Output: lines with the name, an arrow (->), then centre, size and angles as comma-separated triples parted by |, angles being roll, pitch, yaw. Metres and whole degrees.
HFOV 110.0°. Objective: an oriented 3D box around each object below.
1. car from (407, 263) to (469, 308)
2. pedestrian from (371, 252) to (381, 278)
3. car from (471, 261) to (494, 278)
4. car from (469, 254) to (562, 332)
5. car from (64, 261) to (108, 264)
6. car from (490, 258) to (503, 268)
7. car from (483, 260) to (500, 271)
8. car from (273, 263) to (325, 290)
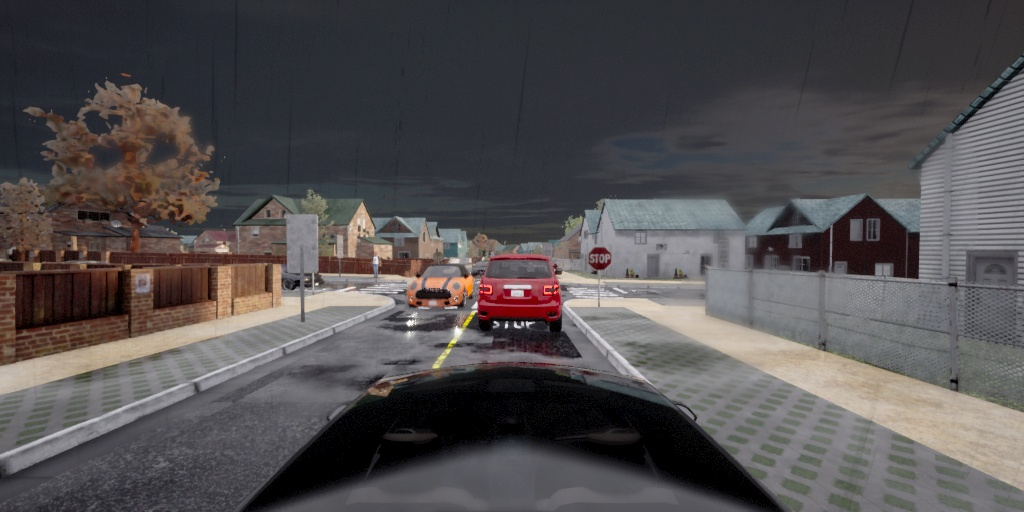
car -> -2.808, 1.107, 15.011 | 2.097, 1.767, 4.553 | 0, 0, 0
pedestrian -> -9.619, 0.612, 25.370 | 0.375, 1.860, 0.375 | 0, 0, 1
car -> -2.766, 1.246, 34.809 | 1.837, 1.490, 4.892 | 0, 0, 0
car -> 0.369, 0.969, 11.060 | 2.150, 2.045, 5.566 | 0, 0, 5
car -> -23.209, 0.930, 19.773 | 4.718, 1.301, 1.895 | 1, 1, 1
car -> -2.645, 1.213, 62.949 | 2.128, 1.511, 4.902 | 0, 0, 0
car -> -2.698, 1.282, 49.032 | 2.033, 1.411, 5.357 | 0, 0, 0
car -> -13.221, 1.082, 19.551 | 5.357, 1.411, 2.033 | 1, 1, 3
